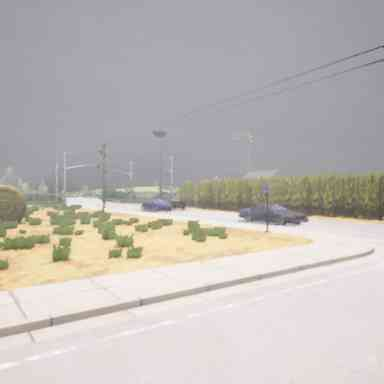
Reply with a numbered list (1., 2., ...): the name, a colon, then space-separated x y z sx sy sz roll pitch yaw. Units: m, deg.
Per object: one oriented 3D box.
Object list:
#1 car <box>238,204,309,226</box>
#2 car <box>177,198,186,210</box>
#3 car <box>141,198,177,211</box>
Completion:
1. car: 5.647 1.555 23.819 2.033 1.411 5.357 0 0 -35
2. car: -2.706 1.481 42.445 1.882 1.535 5.008 0 0 -34
3. car: -4.070 1.485 37.934 1.882 1.535 5.008 0 0 -34
